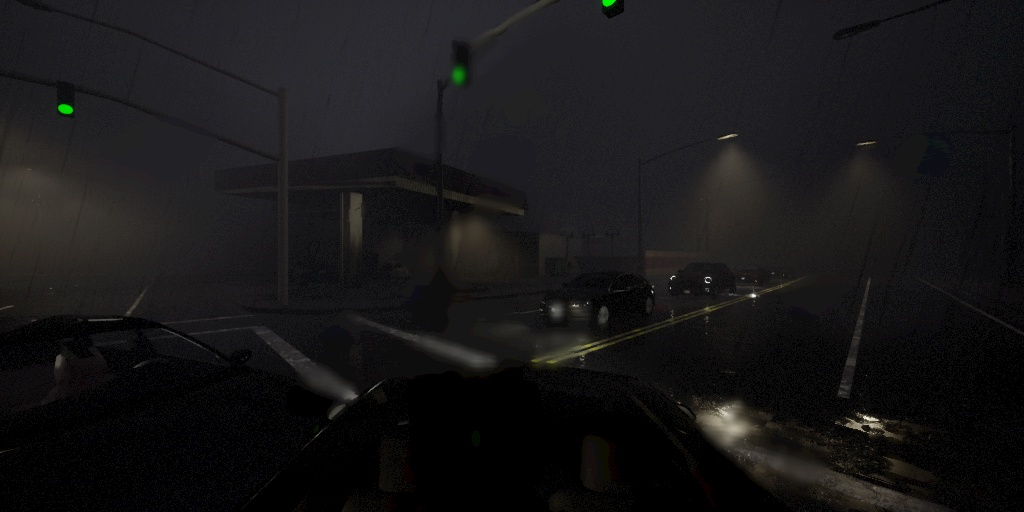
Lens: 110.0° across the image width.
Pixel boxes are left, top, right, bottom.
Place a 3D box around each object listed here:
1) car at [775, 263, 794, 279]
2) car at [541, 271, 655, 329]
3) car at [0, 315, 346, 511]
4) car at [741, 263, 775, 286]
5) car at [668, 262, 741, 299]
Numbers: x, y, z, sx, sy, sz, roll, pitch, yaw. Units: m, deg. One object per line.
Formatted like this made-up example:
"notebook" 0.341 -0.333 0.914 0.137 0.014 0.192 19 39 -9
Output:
"car" 23.916 1.314 32.280 4.181 1.385 1.994 0 0 -44
"car" 2.930 1.255 11.557 1.837 1.490 4.892 0 0 45
"car" -3.410 1.242 2.566 4.902 1.511 2.128 0 0 15
"car" 16.753 1.314 25.256 1.994 1.385 4.181 0 0 44
"car" 9.797 1.102 18.374 4.553 1.767 2.097 0 0 -45
